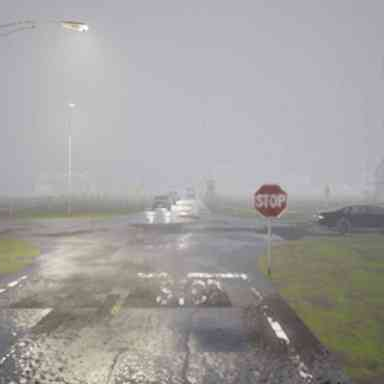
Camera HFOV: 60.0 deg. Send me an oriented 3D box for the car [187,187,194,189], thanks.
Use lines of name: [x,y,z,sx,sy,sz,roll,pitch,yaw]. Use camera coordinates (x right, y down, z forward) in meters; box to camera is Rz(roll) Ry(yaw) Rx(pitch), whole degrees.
car: [-0.297,-0.055,75.250,2.150,2.045,5.566,0,1,0]

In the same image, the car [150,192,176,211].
car: [-2.951,1.022,33.198,1.837,1.490,4.892,0,1,0]

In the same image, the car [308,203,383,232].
car: [9.099,1.322,17.754,5.357,1.411,2.033,0,1,2]

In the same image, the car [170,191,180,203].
car: [-2.991,0.865,42.885,2.128,1.511,4.902,0,1,0]

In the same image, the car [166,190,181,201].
car: [-3.016,0.551,54.588,2.097,1.767,4.553,0,1,0]

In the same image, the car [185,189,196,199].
car: [-0.255,0.592,64.809,2.033,1.411,5.357,0,1,0]
